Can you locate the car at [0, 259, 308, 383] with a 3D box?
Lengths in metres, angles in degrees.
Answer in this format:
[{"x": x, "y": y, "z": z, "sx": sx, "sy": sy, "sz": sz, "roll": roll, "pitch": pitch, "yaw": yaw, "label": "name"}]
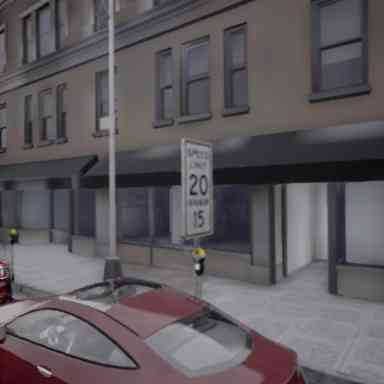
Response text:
[{"x": -0.943, "y": 1.609, "z": 3.484, "sx": 4.206, "sy": 1.307, "sz": 1.802, "roll": -1, "pitch": 0, "yaw": 36, "label": "car"}]
